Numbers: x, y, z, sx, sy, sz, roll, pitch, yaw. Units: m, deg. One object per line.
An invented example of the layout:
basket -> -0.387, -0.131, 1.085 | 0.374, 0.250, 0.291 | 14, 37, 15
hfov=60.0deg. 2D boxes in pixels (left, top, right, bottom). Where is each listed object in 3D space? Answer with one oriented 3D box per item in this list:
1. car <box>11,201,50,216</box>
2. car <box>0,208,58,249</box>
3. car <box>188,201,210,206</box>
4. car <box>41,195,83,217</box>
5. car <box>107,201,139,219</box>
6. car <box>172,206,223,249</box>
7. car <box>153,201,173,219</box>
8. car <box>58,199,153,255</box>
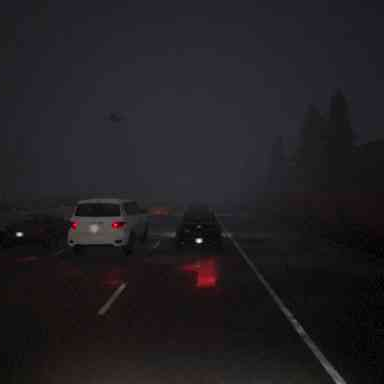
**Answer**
car -> -16.960, 1.703, 35.161 | 1.812, 1.442, 4.674 | 0, 0, 1
car -> -6.686, 1.639, 14.993 | 1.994, 1.385, 4.181 | 0, 0, 1
car -> 0.651, 1.622, 31.226 | 1.882, 1.535, 5.008 | 0, 0, 1
car -> -13.465, 1.393, 35.015 | 2.150, 2.045, 5.566 | 0, 0, 1
car -> -6.348, 1.628, 31.372 | 1.882, 1.535, 5.008 | 0, 0, 1
car -> 0.310, 1.573, 14.790 | 1.837, 1.490, 4.892 | 0, 0, 1
car -> -2.849, 1.625, 31.290 | 1.882, 1.535, 5.008 | 0, 0, 1
car -> -3.212, 1.288, 13.792 | 2.150, 2.045, 5.566 | 0, 0, 1
